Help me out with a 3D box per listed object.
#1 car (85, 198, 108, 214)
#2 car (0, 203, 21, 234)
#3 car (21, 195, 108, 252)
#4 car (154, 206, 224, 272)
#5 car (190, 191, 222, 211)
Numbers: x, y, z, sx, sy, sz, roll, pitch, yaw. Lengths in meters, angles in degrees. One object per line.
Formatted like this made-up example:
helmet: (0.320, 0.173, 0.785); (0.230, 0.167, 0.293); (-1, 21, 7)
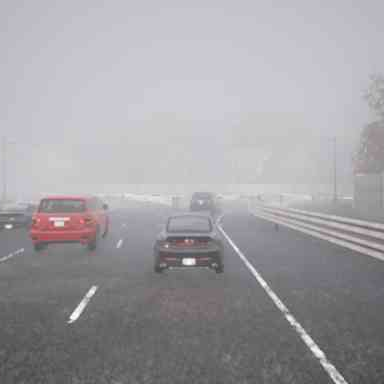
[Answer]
car: (-9.468, 1.300, 32.747); (1.994, 1.385, 4.181); (0, 0, -18)
car: (-9.142, 1.363, 18.137); (1.837, 1.490, 4.892); (0, 0, -11)
car: (-4.772, 1.113, 13.662); (2.150, 2.045, 5.566); (0, 1, -8)
car: (-0.083, 1.416, 10.454); (1.837, 1.490, 4.892); (0, 0, 0)
car: (1.299, 0.968, 29.874); (2.150, 2.045, 5.566); (0, 0, 12)
